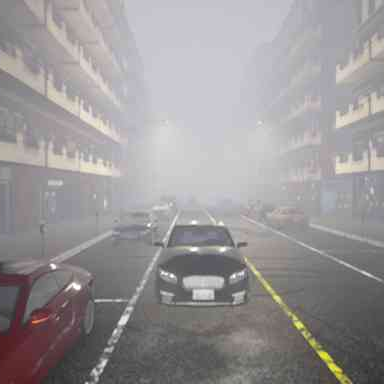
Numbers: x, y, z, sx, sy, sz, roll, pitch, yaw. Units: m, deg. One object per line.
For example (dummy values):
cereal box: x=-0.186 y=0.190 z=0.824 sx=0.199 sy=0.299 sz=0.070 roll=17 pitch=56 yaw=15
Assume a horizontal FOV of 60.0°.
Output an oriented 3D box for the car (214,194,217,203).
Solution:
car: x=5.586 y=1.507 z=59.998 sx=2.008 sy=1.369 sz=4.403 roll=-1 pitch=0 yaw=0

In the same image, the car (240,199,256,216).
car: x=5.790 y=1.415 z=31.988 sx=1.967 sy=1.590 sz=4.097 roll=-1 pitch=0 yaw=0

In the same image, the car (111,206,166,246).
car: x=-2.465 y=1.538 z=15.150 sx=2.008 sy=1.369 sz=4.403 roll=-1 pitch=0 yaw=0

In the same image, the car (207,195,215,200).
car: x=5.339 y=1.486 z=93.608 sx=2.008 sy=1.369 sz=4.403 roll=-1 pitch=0 yaw=0

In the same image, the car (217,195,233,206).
car: x=5.627 y=1.526 z=54.395 sx=1.947 sy=1.339 sz=4.313 roll=-1 pitch=0 yaw=0

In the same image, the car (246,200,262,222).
car: x=5.833 y=1.545 z=26.386 sx=1.947 sy=1.339 sz=4.313 roll=-1 pitch=0 yaw=0

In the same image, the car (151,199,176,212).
car: x=-2.547 y=1.530 z=26.353 sx=2.008 sy=1.369 sz=4.403 roll=-1 pitch=0 yaw=0

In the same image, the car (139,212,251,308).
car: x=0.193 y=1.485 z=8.134 sx=2.128 sy=1.511 sz=4.902 roll=0 pitch=0 yaw=0

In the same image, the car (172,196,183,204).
car: x=-2.836 y=1.502 z=65.566 sx=2.008 sy=1.369 sz=4.403 roll=-1 pitch=0 yaw=0

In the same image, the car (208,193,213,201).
car: x=5.461 y=1.385 z=76.803 sx=1.967 sy=1.590 sz=4.097 roll=-1 pitch=0 yaw=0

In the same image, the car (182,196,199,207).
car: x=-0.017 y=1.314 z=49.512 sx=2.097 sy=1.767 sz=4.553 roll=0 pitch=0 yaw=0

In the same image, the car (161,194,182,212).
car: x=-2.633 y=1.286 z=37.557 sx=2.192 sy=1.841 sz=5.009 roll=-1 pitch=0 yaw=0

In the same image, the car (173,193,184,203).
car: x=-2.880 y=1.263 z=71.168 sx=2.192 sy=1.841 sz=5.009 roll=-1 pitch=0 yaw=0

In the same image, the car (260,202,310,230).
car: x=5.873 y=1.509 z=20.954 sx=1.752 sy=1.417 sz=4.829 roll=-1 pitch=0 yaw=0

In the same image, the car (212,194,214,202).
car: x=5.543 y=1.477 z=65.769 sx=1.752 sy=1.417 sz=4.829 roll=-1 pitch=0 yaw=0

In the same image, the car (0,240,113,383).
car: x=-2.382 y=1.578 z=3.945 sx=1.802 sy=1.307 sz=4.206 roll=-1 pitch=0 yaw=0
